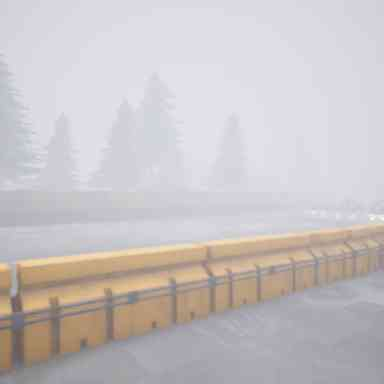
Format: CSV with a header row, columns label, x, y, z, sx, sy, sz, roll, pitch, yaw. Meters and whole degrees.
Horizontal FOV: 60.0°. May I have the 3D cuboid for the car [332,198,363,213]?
label,x,y,z,sx,sy,sz,roll,pitch,yaw
car,19.067,1.551,40.253,2.097,1.767,4.553,0,0,41

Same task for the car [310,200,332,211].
label,x,y,z,sx,sy,sz,roll,pitch,yaw
car,16.965,1.765,43.171,1.994,1.385,4.181,0,0,40

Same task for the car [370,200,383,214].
label,x,y,z,sx,sy,sz,roll,pitch,yaw
car,21.913,1.697,38.192,2.128,1.511,4.902,0,0,41
